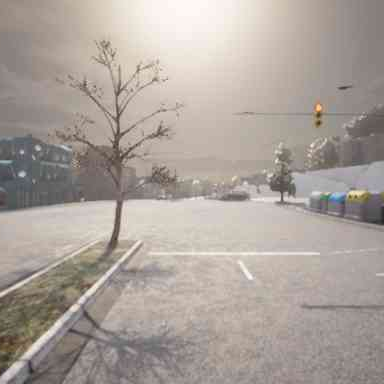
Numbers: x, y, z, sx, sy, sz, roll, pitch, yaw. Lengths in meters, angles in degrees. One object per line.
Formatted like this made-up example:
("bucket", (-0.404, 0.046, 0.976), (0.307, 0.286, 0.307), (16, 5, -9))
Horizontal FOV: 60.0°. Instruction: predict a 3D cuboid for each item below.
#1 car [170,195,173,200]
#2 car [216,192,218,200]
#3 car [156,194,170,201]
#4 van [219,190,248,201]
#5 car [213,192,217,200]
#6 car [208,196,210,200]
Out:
("car", (-6.075, 1.441, 89.642), (1.994, 1.385, 4.181), (0, -1, 0))
("car", (7.932, 1.063, 66.553), (4.674, 1.452, 2.002), (1, -1, -20))
("car", (-6.012, 1.097, 66.603), (1.994, 1.385, 4.181), (0, 0, 0))
("van", (7.837, 0.704, 60.559), (4.442, 1.987, 1.878), (1, -1, -20))
("car", (7.750, 1.062, 69.466), (5.366, 1.575, 1.946), (1, -1, -20))
("car", (7.884, 1.390, 90.377), (5.008, 1.535, 2.097), (1, -1, -20))
